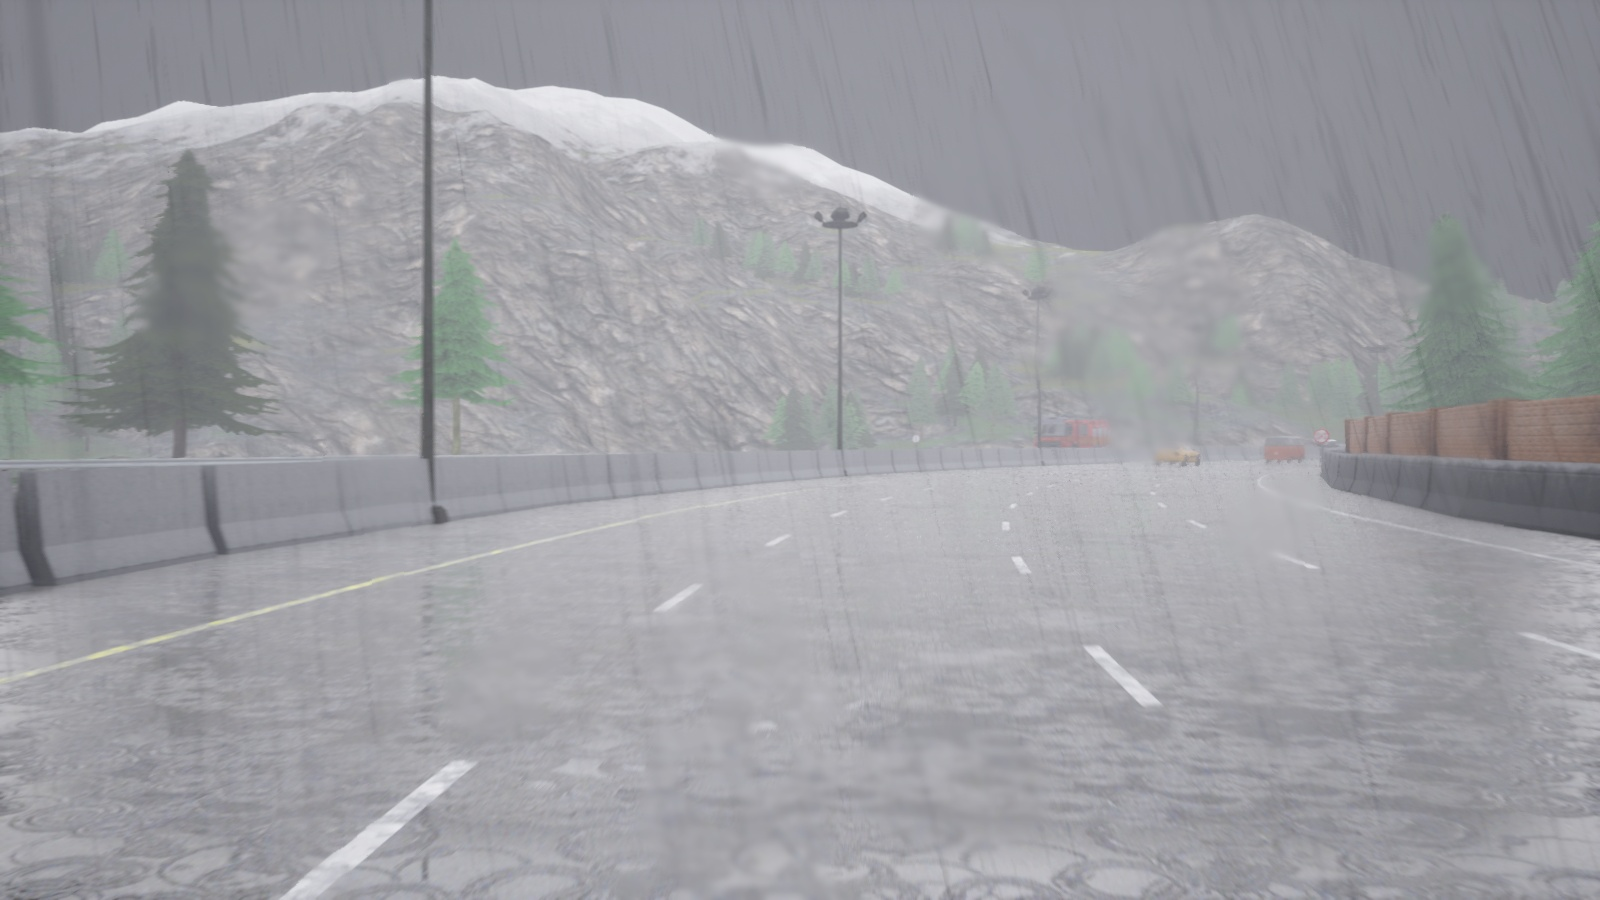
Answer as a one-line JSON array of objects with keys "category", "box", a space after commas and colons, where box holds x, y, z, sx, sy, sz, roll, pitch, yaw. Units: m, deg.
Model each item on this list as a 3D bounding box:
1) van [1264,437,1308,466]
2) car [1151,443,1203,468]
[{"category": "van", "box": [34.635, 0.117, 89.421, 1.775, 1.987, 4.442, 0, 0, 38]}, {"category": "car", "box": [24.377, 0.314, 81.041, 1.801, 1.575, 5.366, 1, 0, 33]}]
